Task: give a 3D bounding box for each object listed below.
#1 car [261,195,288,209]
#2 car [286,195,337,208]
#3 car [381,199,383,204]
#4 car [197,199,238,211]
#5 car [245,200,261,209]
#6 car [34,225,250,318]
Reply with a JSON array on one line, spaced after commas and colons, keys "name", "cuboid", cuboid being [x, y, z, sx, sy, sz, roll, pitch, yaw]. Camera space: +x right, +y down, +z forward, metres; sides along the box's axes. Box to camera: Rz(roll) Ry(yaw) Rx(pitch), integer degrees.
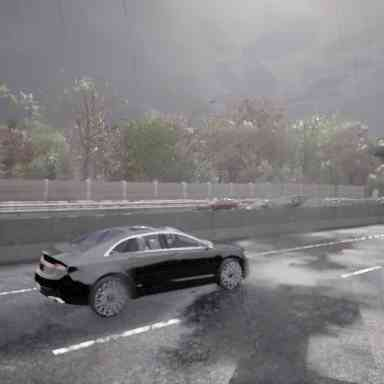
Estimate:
[{"name": "car", "cuboid": [9.749, 1.268, 32.429, 5.566, 2.045, 2.150, 0, 0, -35]}, {"name": "car", "cuboid": [10.664, 1.395, 28.781, 4.553, 1.767, 2.097, 0, 0, -35]}, {"name": "car", "cuboid": [35.468, 1.620, 59.240, 4.892, 1.490, 1.837, 0, 0, -35]}, {"name": "car", "cuboid": [2.806, 1.517, 36.075, 5.008, 1.535, 1.882, 0, 0, -35]}, {"name": "car", "cuboid": [7.774, 1.538, 35.316, 4.902, 1.511, 2.128, 0, 0, -35]}, {"name": "car", "cuboid": [-0.824, 1.496, 7.455, 4.902, 1.511, 2.128, 0, 0, -35]}]
